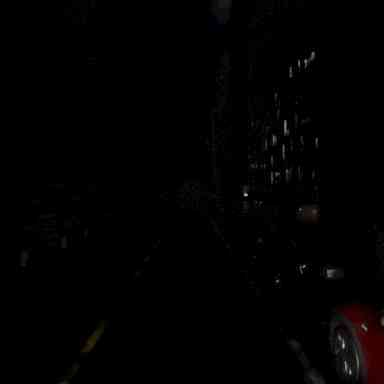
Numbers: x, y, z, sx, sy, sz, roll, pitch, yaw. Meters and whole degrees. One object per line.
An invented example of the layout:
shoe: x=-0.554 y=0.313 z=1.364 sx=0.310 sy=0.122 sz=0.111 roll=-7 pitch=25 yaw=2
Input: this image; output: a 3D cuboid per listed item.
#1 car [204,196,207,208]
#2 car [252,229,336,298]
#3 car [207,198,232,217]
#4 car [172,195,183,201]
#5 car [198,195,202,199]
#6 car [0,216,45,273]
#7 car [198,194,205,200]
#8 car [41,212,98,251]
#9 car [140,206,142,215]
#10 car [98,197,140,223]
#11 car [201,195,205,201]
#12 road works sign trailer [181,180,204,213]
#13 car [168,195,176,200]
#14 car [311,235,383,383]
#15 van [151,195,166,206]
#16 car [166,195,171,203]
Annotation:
car: x=2.694 y=1.433 z=36.725 sx=1.967 sy=1.590 sz=4.097 roll=0 pitch=0 yaw=0
car: x=2.693 y=1.566 z=8.319 sx=1.947 sy=1.339 sz=4.313 roll=0 pitch=0 yaw=0
car: x=2.694 y=1.563 z=31.044 sx=1.947 sy=1.339 sz=4.313 roll=0 pitch=0 yaw=0
car: x=-3.000 y=1.422 z=76.681 sx=1.994 sy=1.385 sz=4.181 roll=0 pitch=0 yaw=0
car: x=2.695 y=1.503 z=76.498 sx=1.802 sy=1.307 sz=4.206 roll=0 pitch=0 yaw=0
car: x=-5.687 y=1.545 z=8.317 sx=1.887 sy=1.381 sz=4.507 roll=0 pitch=0 yaw=0
car: x=2.696 y=1.416 z=93.542 sx=1.887 sy=1.381 sz=4.507 roll=0 pitch=0 yaw=0
car: x=-5.688 y=1.551 z=13.999 sx=2.008 sy=1.369 sz=4.403 roll=0 pitch=0 yaw=0
car: x=-5.687 y=1.579 z=31.047 sx=1.802 sy=1.307 sz=4.206 roll=0 pitch=0 yaw=0
car: x=-5.686 y=1.315 z=25.366 sx=2.192 sy=1.841 sz=5.009 roll=0 pitch=0 yaw=0
car: x=2.695 y=1.505 z=48.260 sx=1.752 sy=1.417 sz=4.829 roll=0 pitch=0 yaw=0
road works sign trailer: x=0.011 y=0.457 z=36.787 sx=2.380 sy=3.560 sz=2.880 roll=0 pitch=0 yaw=0
car: x=-5.685 y=1.422 z=93.563 sx=2.008 sy=1.369 sz=4.403 roll=0 pitch=0 yaw=0
car: x=2.694 y=1.440 z=2.639 sx=1.967 sy=1.590 sz=4.097 roll=0 pitch=0 yaw=0
van: x=-5.685 y=1.312 z=53.782 sx=1.690 sy=1.788 sz=3.998 roll=0 pitch=0 yaw=0
car: x=-5.686 y=1.530 z=65.148 sx=1.802 sy=1.307 sz=4.206 roll=0 pitch=0 yaw=0
